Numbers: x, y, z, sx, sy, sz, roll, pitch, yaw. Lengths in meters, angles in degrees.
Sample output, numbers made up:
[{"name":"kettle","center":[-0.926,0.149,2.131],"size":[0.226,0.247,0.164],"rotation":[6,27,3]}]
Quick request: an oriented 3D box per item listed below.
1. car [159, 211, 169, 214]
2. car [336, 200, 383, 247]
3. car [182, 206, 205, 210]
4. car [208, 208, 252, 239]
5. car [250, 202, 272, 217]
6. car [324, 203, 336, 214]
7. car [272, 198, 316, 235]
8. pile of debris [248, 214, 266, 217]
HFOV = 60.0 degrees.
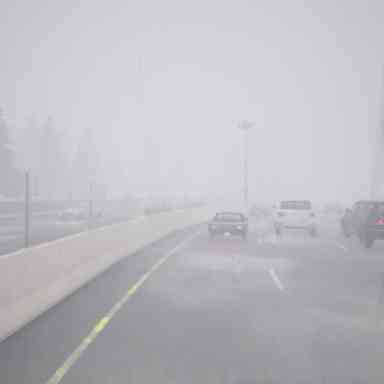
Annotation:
[{"name":"car","center":[-3.658,1.810,36.474],"size":[1.994,1.385,4.181],"rotation":[0,0,21]},{"name":"car","center":[8.756,1.379,15.754],"size":[2.150,2.045,5.566],"rotation":[0,0,11]},{"name":"car","center":[-0.044,1.739,36.173],"size":[1.882,1.535,5.008],"rotation":[0,-1,21]},{"name":"car","center":[2.121,1.744,18.221],"size":[1.895,1.301,4.718],"rotation":[0,0,11]},{"name":"car","center":[7.269,1.814,35.114],"size":[1.812,1.442,4.674],"rotation":[0,0,22]},{"name":"car","center":[16.625,1.966,39.248],"size":[1.895,1.301,4.718],"rotation":[0,0,24]},{"name":"car","center":[6.148,1.399,20.240],"size":[2.150,2.045,5.566],"rotation":[0,0,13]},{"name":"pile of debris","center":[6.807,2.459,34.574],"size":[1.500,0.140,1.860],"rotation":[0,0,22]}]
